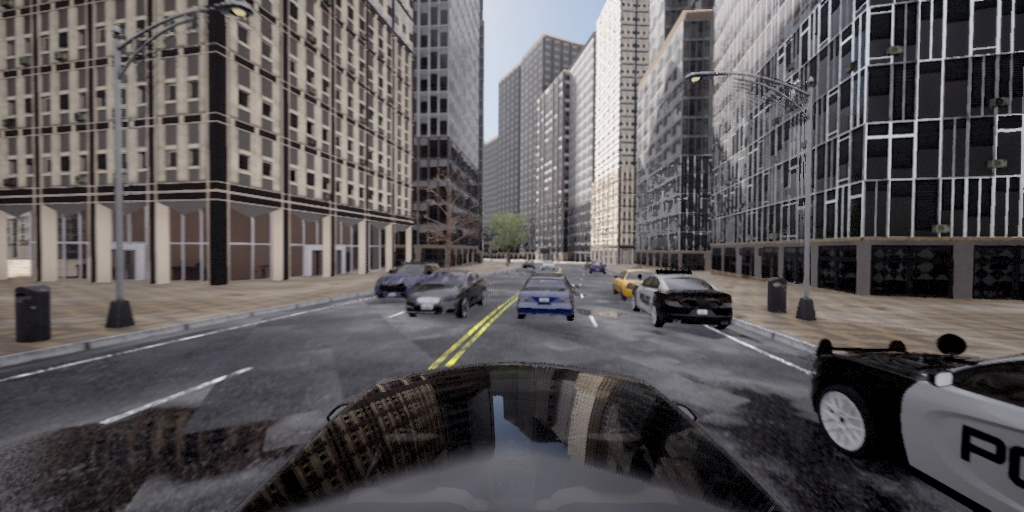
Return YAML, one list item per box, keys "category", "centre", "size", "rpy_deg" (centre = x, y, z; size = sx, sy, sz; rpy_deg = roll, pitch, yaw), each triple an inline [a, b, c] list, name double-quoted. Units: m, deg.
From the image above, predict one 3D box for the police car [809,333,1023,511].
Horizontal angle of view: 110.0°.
- category: "police car"
  centre: [4.163, 1.216, 2.110]
  size: [1.930, 1.638, 5.238]
  rpy_deg: [1, 0, 5]

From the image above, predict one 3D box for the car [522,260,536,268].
- category: "car"
  centre: [2.822, 1.412, 57.978]
  size: [2.033, 1.411, 5.357]
  rpy_deg: [1, 0, 9]

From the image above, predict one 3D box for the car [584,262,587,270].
- category: "car"
  centre: [12.556, 1.566, 57.237]
  size: [1.895, 1.301, 4.718]
  rpy_deg: [1, 0, 7]

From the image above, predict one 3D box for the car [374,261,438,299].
- category: "car"
  centre: [-4.794, 1.078, 17.583]
  size: [2.097, 1.767, 4.553]
  rpy_deg: [1, 0, 9]

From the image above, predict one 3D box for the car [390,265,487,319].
- category: "car"
  centre: [-2.165, 1.240, 13.003]
  size: [2.128, 1.511, 4.902]
  rpy_deg: [1, 0, 8]

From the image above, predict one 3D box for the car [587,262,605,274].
- category: "car"
  centre: [10.543, 1.458, 44.469]
  size: [1.812, 1.442, 4.674]
  rpy_deg: [1, 0, 12]

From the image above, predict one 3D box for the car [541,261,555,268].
- category: "car"
  centre: [5.483, 1.412, 53.962]
  size: [1.812, 1.442, 4.674]
  rpy_deg: [1, 0, 9]

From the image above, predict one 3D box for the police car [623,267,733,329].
- category: "police car"
  centre: [5.240, 1.249, 11.804]
  size: [1.930, 1.638, 5.238]
  rpy_deg: [1, 0, 8]

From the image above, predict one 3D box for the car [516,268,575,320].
- category: "car"
  centre: [1.273, 1.332, 12.937]
  size: [2.033, 1.411, 5.357]
  rpy_deg: [1, 0, 8]

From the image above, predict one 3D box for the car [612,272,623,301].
- category: "car"
  centre: [6.095, 1.300, 17.674]
  size: [1.801, 1.575, 5.366]
  rpy_deg: [1, 0, 9]
